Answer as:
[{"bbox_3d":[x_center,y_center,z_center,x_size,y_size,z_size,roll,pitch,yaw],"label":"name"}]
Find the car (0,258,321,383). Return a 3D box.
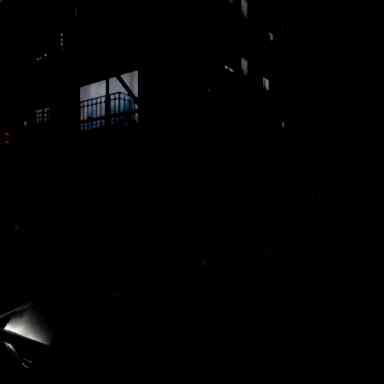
[{"bbox_3d":[-0.892,1.566,3.510,4.313,1.339,1.947,0,0,35],"label":"car"}]
